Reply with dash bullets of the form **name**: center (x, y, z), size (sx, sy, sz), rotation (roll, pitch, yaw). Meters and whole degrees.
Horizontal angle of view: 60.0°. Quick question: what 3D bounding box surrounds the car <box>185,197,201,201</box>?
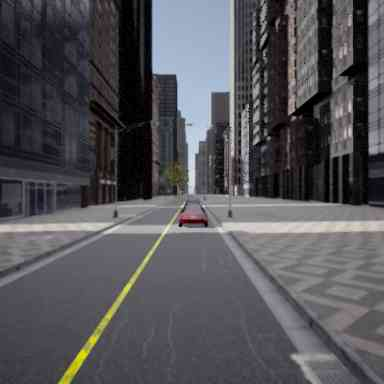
- **car**: center (0.090, 1.446, 43.500), size (2.128, 1.511, 4.902), rotation (0, 0, 0)

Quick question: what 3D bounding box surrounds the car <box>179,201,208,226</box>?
- **car**: center (0.094, 1.542, 23.248), size (1.994, 1.385, 4.181), rotation (0, 0, 0)
